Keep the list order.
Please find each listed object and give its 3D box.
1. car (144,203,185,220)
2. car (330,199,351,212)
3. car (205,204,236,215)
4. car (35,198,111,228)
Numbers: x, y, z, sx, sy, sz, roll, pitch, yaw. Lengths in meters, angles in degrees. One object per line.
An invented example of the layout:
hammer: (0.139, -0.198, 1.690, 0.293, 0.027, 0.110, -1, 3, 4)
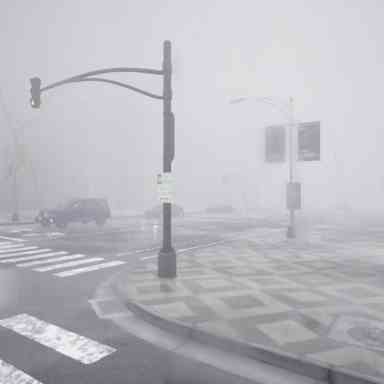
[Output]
car: (-2.634, 1.894, 32.860, 1.837, 1.490, 4.892, 0, -1, 36)
car: (24.540, 2.383, 54.106, 2.128, 1.511, 4.902, 0, -1, 35)
car: (3.562, 2.147, 41.619, 1.895, 1.301, 4.718, 0, -1, 35)
car: (-8.550, 1.462, 24.492, 2.150, 2.045, 5.566, 0, -1, 35)
